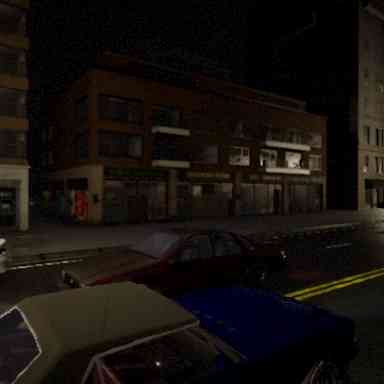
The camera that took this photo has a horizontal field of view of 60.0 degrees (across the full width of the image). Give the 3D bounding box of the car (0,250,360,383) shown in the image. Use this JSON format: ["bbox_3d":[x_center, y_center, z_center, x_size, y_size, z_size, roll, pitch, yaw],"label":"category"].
[{"bbox_3d":[-0.456,1.601,3.115,4.718,1.301,1.895,0,0,-36],"label":"car"}]

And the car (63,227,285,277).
[{"bbox_3d":[-0.095,1.547,7.595,5.357,1.411,2.033,0,0,-35],"label":"car"}]

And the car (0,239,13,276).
[{"bbox_3d":[-6.465,1.526,7.050,4.674,1.442,1.812,0,0,-35],"label":"car"}]
